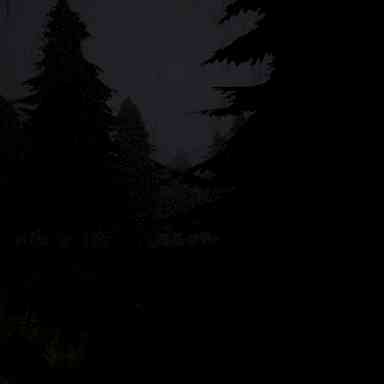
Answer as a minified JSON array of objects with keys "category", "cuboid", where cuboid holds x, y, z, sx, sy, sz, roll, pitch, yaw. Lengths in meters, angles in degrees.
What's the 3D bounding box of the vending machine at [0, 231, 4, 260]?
[{"category":"vending machine","cuboid":[-7.078,1.274,10.983,1.100,2.100,0.880,-8,-1,-42]}]
